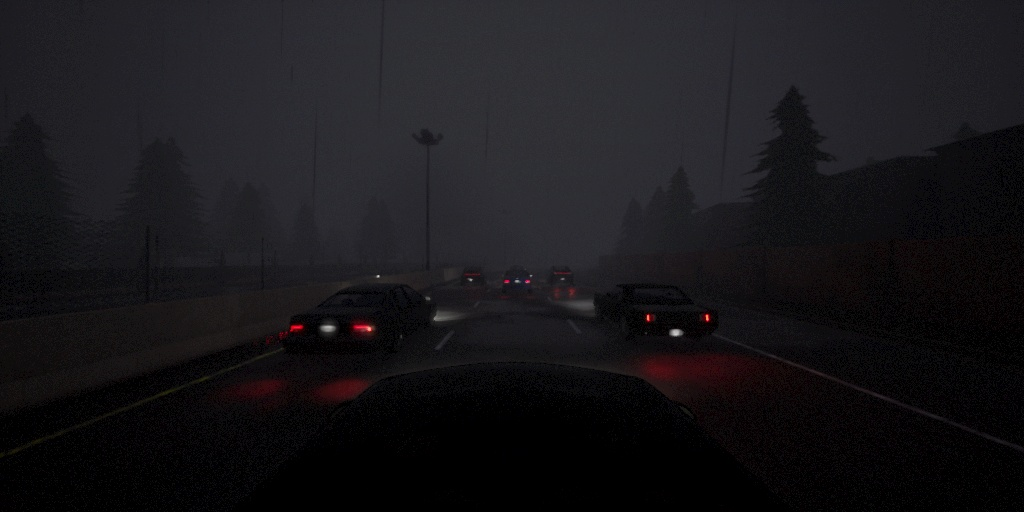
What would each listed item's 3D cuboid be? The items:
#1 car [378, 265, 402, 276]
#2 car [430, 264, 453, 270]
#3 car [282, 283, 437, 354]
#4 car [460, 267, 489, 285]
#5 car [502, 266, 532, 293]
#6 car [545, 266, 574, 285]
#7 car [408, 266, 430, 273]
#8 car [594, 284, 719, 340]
[{"bbox_3d":[-16.617,1.916,49.287,1.812,1.442,4.674,0,-1,6],"label":"car"},{"bbox_3d":[-9.488,1.888,50.316,1.837,1.490,4.892,0,-1,6],"label":"car"},{"bbox_3d":[-3.316,1.399,9.029,2.033,1.411,5.357,0,-1,1],"label":"car"},{"bbox_3d":[-3.113,1.610,29.814,1.837,1.490,4.892,0,-1,1],"label":"car"},{"bbox_3d":[0.326,1.560,23.293,2.033,1.411,5.357,0,-1,1],"label":"car"},{"bbox_3d":[3.885,1.569,29.492,2.128,1.511,4.902,0,-1,1],"label":"car"},{"bbox_3d":[-12.991,1.994,50.464,1.895,1.301,4.718,0,-1,6],"label":"car"},{"bbox_3d":[3.695,1.443,10.245,1.895,1.301,4.718,0,-1,1],"label":"car"}]
